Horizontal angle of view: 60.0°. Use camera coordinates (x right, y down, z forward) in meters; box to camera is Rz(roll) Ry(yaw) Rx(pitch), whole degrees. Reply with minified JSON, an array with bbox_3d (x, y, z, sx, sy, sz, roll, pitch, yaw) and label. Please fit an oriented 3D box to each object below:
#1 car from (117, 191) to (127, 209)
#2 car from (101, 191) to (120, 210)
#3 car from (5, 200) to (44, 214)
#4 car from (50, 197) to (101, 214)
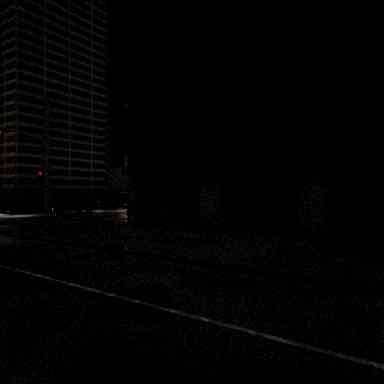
[{"bbox_3d":[-6.815,1.221,44.397,2.150,2.045,5.566,0,0,36],"label":"car"},{"bbox_3d":[-10.963,1.221,44.590,2.150,2.045,5.566,0,0,35],"label":"car"},{"bbox_3d":[-17.091,1.547,35.868,2.033,1.411,5.357,0,0,35],"label":"car"},{"bbox_3d":[-12.779,1.491,35.916,2.128,1.511,4.902,0,0,35],"label":"car"}]
